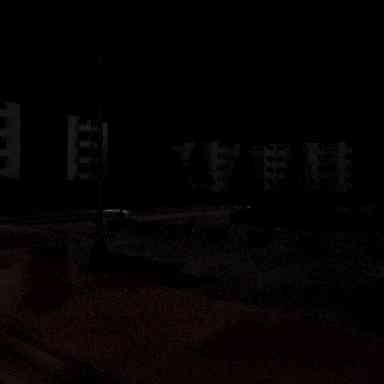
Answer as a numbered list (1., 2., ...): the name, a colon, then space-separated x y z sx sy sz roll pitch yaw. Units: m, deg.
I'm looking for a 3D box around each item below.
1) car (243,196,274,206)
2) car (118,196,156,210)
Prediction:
1. car: 10.136 1.354 50.715 5.008 1.535 1.882 0 0 -20
2. car: -6.506 1.318 39.737 4.892 1.490 1.837 0 0 -45
